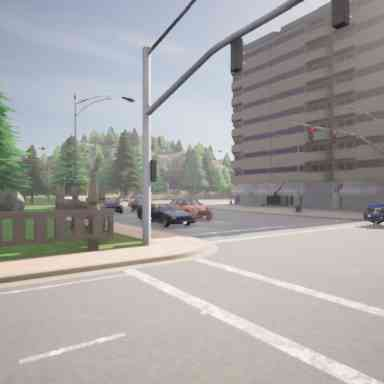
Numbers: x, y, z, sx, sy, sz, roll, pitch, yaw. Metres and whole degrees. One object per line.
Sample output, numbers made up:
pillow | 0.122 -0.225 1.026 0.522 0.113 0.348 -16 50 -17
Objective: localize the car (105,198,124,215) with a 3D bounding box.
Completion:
car | -8.152 1.548 33.414 1.895 1.301 4.718 0 0 -22

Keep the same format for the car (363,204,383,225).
car | 14.224 1.187 21.620 5.566 2.045 2.150 0 1 -3

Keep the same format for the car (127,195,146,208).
car | -8.120 1.302 48.874 2.097 1.767 4.553 0 0 -2

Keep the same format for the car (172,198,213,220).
car | -0.266 1.300 26.537 2.097 1.767 4.553 0 0 -32

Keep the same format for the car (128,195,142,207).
car | -5.244 1.426 35.644 1.882 1.535 5.008 0 0 -21

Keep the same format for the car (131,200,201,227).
car | -1.911 1.495 22.532 2.033 1.411 5.357 0 0 -34
